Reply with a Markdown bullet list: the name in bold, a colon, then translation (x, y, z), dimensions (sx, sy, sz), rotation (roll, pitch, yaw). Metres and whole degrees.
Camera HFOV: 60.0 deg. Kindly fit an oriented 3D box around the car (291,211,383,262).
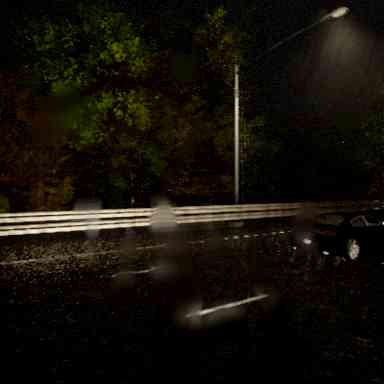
- **car**: translation (5.733, 1.440, 12.140), dimensions (5.008, 1.535, 1.882), rotation (0, 0, -36)
